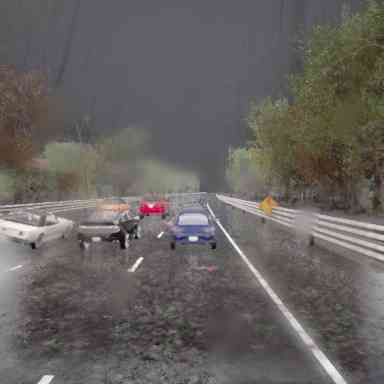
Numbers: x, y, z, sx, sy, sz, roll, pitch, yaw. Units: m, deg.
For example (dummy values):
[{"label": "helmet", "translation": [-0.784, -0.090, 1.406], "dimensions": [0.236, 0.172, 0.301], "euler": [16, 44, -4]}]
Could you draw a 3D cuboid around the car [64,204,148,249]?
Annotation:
[{"label": "car", "translation": [-3.437, 1.497, 14.463], "dimensions": [2.128, 1.511, 4.902], "euler": [0, 0, 0]}]

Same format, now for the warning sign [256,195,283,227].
[{"label": "warning sign", "translation": [4.647, 1.113, 20.055], "dimensions": [1.300, 1.860, 1.060], "euler": [-1, -1, 1]}]

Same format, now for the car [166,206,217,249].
[{"label": "car", "translation": [0.062, 1.534, 14.432], "dimensions": [1.812, 1.442, 4.674], "euler": [0, 0, 0]}]

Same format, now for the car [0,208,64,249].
[{"label": "car", "translation": [-6.839, 1.448, 14.524], "dimensions": [1.895, 1.301, 4.718], "euler": [12, 0, 0]}]

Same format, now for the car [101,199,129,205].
[{"label": "car", "translation": [-6.747, 1.363, 29.450], "dimensions": [2.097, 1.767, 4.553], "euler": [0, 0, 1]}]

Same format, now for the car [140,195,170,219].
[{"label": "car", "translation": [-3.246, 1.253, 29.451], "dimensions": [2.150, 2.045, 5.566], "euler": [0, 0, 1]}]

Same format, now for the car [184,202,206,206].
[{"label": "car", "translation": [0.253, 1.566, 29.360], "dimensions": [1.994, 1.385, 4.181], "euler": [0, 0, 1]}]
